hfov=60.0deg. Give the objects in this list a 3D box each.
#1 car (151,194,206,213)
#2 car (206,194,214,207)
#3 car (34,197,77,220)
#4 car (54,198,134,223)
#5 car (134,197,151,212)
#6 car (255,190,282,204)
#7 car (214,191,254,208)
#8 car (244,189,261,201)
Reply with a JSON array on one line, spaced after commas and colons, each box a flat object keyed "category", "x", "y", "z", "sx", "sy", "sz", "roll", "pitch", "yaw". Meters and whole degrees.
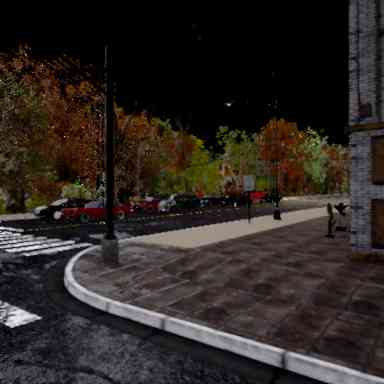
[{"category": "car", "x": -1.090, "y": 0.935, "z": 29.995, "sx": 2.097, "sy": 1.767, "sz": 4.553, "roll": 0, "pitch": 0, "yaw": 36}, {"category": "car", "x": 2.369, "y": 0.983, "z": 40.134, "sx": 2.128, "sy": 1.511, "sz": 4.902, "roll": 0, "pitch": 0, "yaw": 36}, {"category": "car", "x": -9.124, "y": 1.188, "z": 24.591, "sx": 1.837, "sy": 1.490, "sz": 4.892, "roll": 0, "pitch": 1, "yaw": 36}, {"category": "car", "x": -6.501, "y": 1.274, "z": 22.668, "sx": 1.895, "sy": 1.301, "sz": 4.718, "roll": 0, "pitch": 0, "yaw": 36}, {"category": "car", "x": -3.831, "y": 1.159, "z": 31.753, "sx": 1.994, "sy": 1.385, "sz": 4.181, "roll": 0, "pitch": 0, "yaw": 36}, {"category": "car", "x": 10.980, "y": 0.886, "z": 46.250, "sx": 1.837, "sy": 1.490, "sz": 4.892, "roll": 0, "pitch": 0, "yaw": 37}, {"category": "car", "x": 4.900, "y": 0.987, "z": 38.090, "sx": 1.837, "sy": 1.490, "sz": 4.892, "roll": 0, "pitch": 0, "yaw": 37}, {"category": "car", "x": 8.585, "y": 0.609, "z": 48.471, "sx": 2.150, "sy": 2.045, "sz": 5.566, "roll": 0, "pitch": 0, "yaw": 37}]
